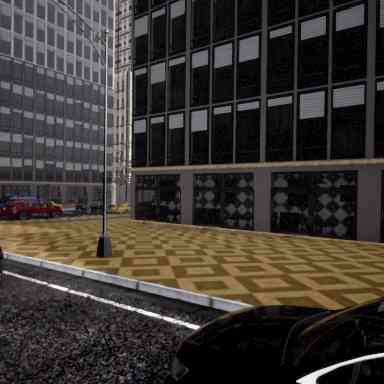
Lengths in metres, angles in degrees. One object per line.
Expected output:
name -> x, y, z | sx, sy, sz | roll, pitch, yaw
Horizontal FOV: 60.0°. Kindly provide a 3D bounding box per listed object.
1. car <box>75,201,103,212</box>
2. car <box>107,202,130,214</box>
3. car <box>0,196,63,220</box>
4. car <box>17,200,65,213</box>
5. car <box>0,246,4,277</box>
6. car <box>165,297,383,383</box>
car -> -12.275, 1.816, 41.882 | 1.895, 1.301, 4.718 | 1, 0, 37
car -> -7.322, 1.837, 38.844 | 1.752, 1.417, 4.829 | 1, 0, 37
car -> -14.152, 1.526, 29.657 | 2.192, 1.841, 5.009 | 1, 0, 37
car -> -17.616, 1.652, 39.045 | 1.752, 1.417, 4.829 | 1, 0, 37
car -> -6.633, 1.504, 8.450 | 4.892, 1.490, 1.837 | 1, 0, 36
car -> 1.997, 1.505, 2.250 | 4.892, 1.490, 1.837 | 0, 0, 36
